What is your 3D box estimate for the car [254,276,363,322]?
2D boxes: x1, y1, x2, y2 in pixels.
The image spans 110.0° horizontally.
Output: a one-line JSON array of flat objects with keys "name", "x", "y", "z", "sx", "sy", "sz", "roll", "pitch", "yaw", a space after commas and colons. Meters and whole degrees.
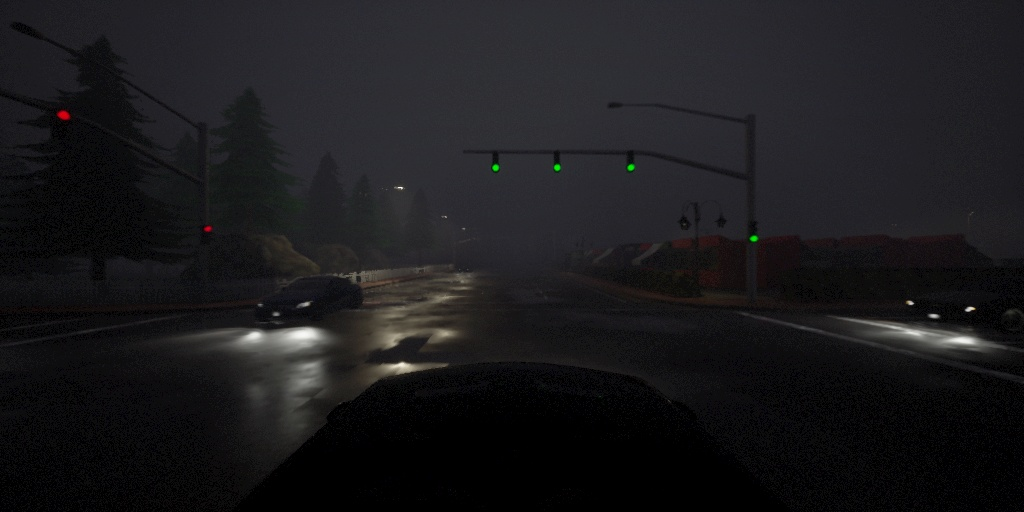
[{"name": "car", "x": -6.979, "y": 1.456, "z": 12.934, "sx": 1.812, "sy": 1.442, "sz": 4.674, "roll": 0, "pitch": 0, "yaw": 0}]

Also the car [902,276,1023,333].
[{"name": "car", "x": 14.459, "y": 1.287, "z": 10.065, "sx": 5.357, "sy": 1.411, "sz": 2.033, "roll": 0, "pitch": -1, "yaw": 0}]

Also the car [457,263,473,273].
[{"name": "car", "x": -6.992, "y": 1.822, "z": 53.608, "sx": 1.837, "sy": 1.490, "sz": 4.892, "roll": 0, "pitch": 1, "yaw": 0}]
